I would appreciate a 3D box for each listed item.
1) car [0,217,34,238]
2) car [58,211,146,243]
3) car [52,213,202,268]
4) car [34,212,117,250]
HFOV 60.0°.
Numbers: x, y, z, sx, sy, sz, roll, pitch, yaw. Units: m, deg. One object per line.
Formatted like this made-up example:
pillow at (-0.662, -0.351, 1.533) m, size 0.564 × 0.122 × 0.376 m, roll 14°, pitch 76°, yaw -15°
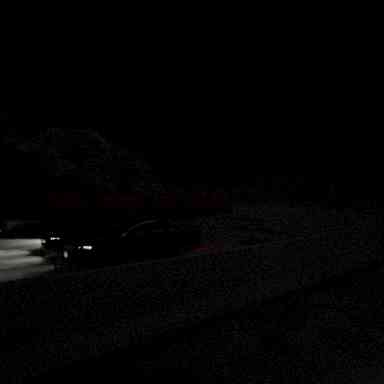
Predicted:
car at (-8.665, 1.831, 19.495) m, size 4.718 × 1.301 × 1.895 m, roll 1°, pitch -1°, yaw -39°
car at (-4.825, 1.790, 18.111) m, size 4.181 × 1.385 × 1.994 m, roll 1°, pitch -1°, yaw -39°
car at (-1.871, 1.641, 11.522) m, size 4.902 × 1.511 × 2.128 m, roll 1°, pitch -1°, yaw -39°
car at (-3.851, 1.684, 14.410) m, size 4.892 × 1.490 × 1.837 m, roll 0°, pitch -1°, yaw -40°
